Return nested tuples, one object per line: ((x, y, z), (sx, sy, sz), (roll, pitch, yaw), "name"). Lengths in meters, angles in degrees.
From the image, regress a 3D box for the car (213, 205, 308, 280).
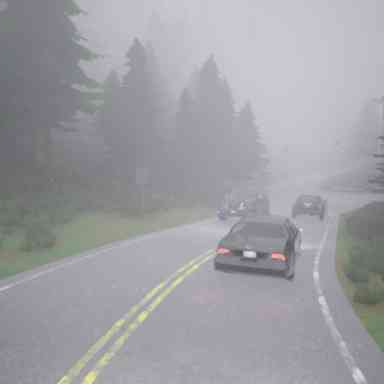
((2.114, 1.365, 9.594), (2.033, 1.411, 5.357), (2, 2, 20), "car")

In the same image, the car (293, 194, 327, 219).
((8.693, 0.908, 24.331), (2.097, 1.767, 4.553), (3, 2, 25), "car")

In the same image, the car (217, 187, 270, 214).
((3.445, 0.722, 21.032), (2.150, 2.045, 5.566), (3, 2, 25), "car")
